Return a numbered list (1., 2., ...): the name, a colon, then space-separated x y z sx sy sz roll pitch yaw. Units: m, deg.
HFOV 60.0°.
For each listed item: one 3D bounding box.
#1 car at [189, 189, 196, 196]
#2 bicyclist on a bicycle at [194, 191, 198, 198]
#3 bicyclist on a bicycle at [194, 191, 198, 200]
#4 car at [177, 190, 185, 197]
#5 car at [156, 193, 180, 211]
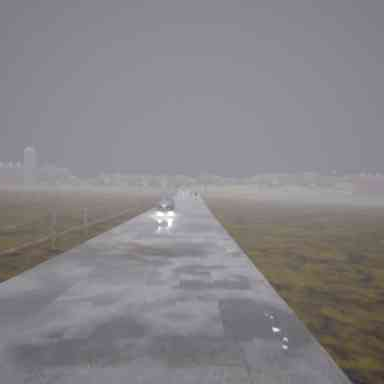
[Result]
1. car: 0.282 0.345 89.911 1.994 1.385 4.181 0 1 0
2. bicyclist on a bicycle: 0.935 0.535 74.305 0.866 1.612 1.509 0 1 0
3. bicyclist on a bicycle: 0.879 0.655 64.633 0.659 1.776 1.843 0 1 0
4. car: -2.554 0.328 77.486 1.812 1.442 4.674 0 1 0
5. car: -2.816 1.209 36.194 2.128 1.511 4.902 0 1 0
